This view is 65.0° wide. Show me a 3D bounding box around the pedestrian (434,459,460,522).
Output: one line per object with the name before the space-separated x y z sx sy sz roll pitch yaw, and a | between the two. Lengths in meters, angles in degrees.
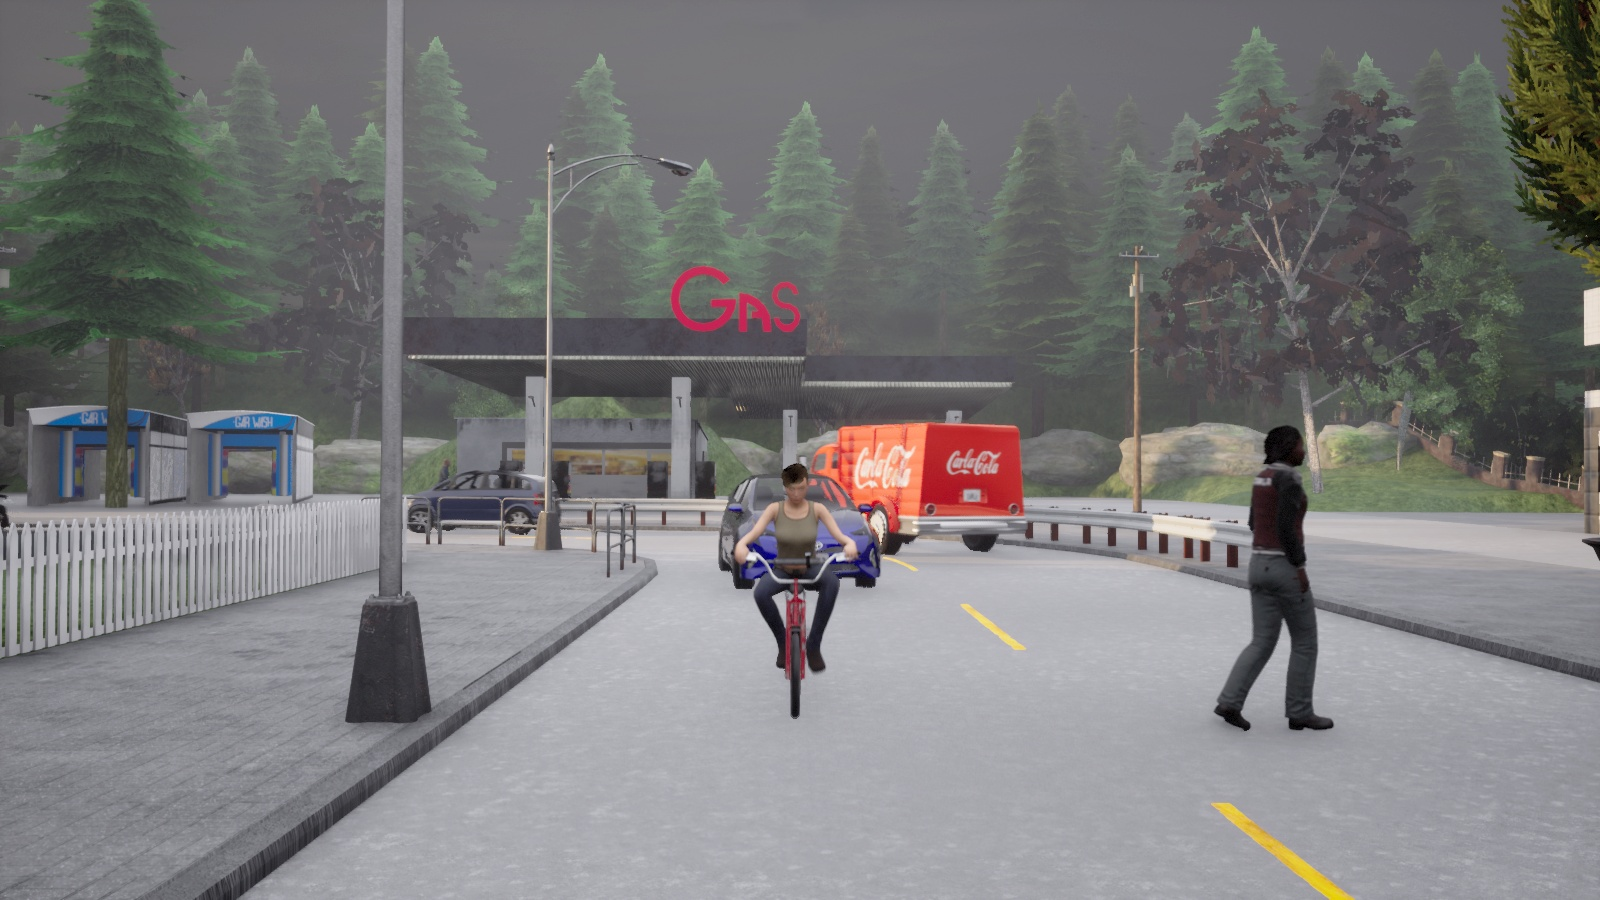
pedestrian | -10.388 1.185 36.968 0.726 1.842 0.402 0 -1 -15

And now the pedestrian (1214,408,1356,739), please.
pedestrian | 2.920 0.723 7.581 0.666 1.930 0.402 0 -1 -9

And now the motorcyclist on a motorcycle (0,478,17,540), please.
motorcyclist on a motorcycle | -20.691 1.451 30.983 2.191 1.530 0.866 0 -1 0

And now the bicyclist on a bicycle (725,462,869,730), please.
bicyclist on a bicycle | -0.019 0.891 8.342 0.866 1.612 1.509 0 -1 0

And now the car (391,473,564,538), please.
car | -7.884 1.342 30.884 3.705 1.549 1.789 0 -1 8

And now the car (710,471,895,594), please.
car | -0.115 1.063 17.980 2.007 1.525 4.514 0 -1 -8

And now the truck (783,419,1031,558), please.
truck | 1.987 0.745 25.281 2.627 2.467 5.204 1 -1 -27
